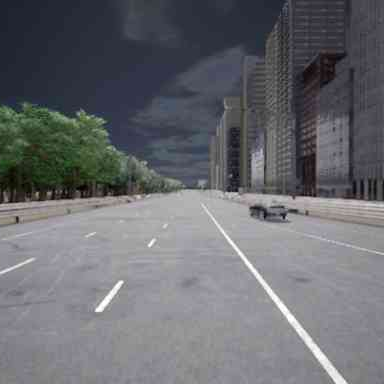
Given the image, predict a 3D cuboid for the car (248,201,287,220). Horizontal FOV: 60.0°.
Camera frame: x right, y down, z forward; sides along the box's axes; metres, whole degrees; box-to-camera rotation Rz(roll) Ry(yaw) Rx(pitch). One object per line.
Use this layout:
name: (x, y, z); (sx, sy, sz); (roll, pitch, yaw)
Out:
car: (6.087, 1.445, 27.254); (2.128, 1.511, 4.902); (0, 0, -8)
